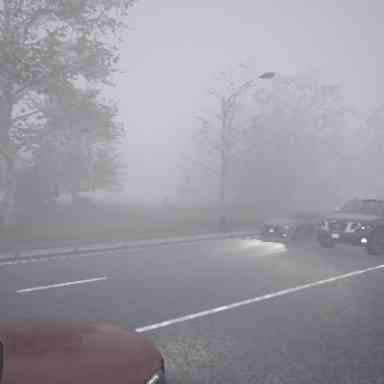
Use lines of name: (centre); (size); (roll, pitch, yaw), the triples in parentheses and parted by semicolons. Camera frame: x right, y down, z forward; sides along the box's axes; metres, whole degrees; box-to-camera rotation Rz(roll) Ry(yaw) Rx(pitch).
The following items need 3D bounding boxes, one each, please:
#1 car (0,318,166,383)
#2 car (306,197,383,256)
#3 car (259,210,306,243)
car: (-2.339, 1.525, 2.078); (4.674, 1.442, 1.812); (0, 0, -36)
car: (7.404, 1.245, 13.577); (5.566, 2.045, 2.150); (1, 0, -36)
car: (5.252, 1.584, 16.337); (4.181, 1.385, 1.994); (0, 0, -35)
